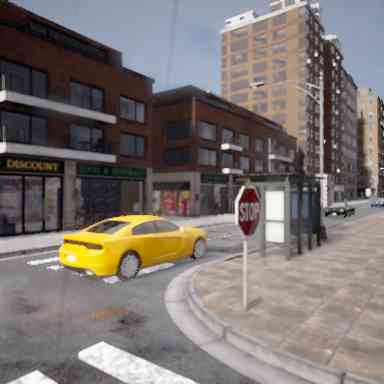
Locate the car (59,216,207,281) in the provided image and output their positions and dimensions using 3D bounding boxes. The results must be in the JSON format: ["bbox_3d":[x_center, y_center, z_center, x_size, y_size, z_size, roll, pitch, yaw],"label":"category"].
[{"bbox_3d":[-1.447,1.447,10.023,1.882,1.535,5.008,0,0,36],"label":"car"}]

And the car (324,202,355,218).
[{"bbox_3d":[13.631,1.613,30.543,1.895,1.301,4.718,0,0,36],"label":"car"}]

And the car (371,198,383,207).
[{"bbox_3d":[28.785,1.604,51.170,2.033,1.411,5.357,0,0,36],"label":"car"}]
